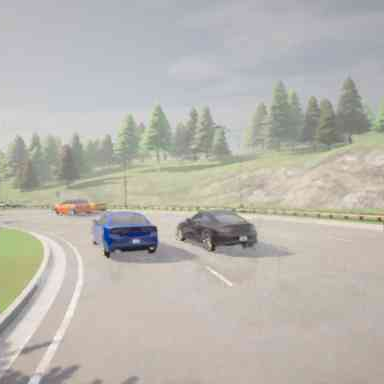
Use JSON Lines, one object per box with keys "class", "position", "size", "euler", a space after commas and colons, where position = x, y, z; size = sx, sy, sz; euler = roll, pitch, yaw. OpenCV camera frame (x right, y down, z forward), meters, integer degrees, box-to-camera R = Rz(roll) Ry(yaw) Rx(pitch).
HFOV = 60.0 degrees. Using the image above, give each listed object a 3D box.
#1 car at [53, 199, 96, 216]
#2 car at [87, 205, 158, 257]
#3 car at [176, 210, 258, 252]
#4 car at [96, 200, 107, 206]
{"class": "car", "position": [-12.802, 1.575, 35.333], "size": [4.553, 1.767, 2.097], "euler": [-1, 0, 36]}
{"class": "car", "position": [-2.853, 1.506, 13.363], "size": [1.882, 1.535, 5.008], "euler": [0, 0, -23]}
{"class": "car", "position": [0.860, 1.450, 13.583], "size": [1.812, 1.442, 4.674], "euler": [-1, 0, -23]}
{"class": "car", "position": [-12.181, 1.669, 39.248], "size": [5.008, 1.535, 1.882], "euler": [-1, 0, 35]}
